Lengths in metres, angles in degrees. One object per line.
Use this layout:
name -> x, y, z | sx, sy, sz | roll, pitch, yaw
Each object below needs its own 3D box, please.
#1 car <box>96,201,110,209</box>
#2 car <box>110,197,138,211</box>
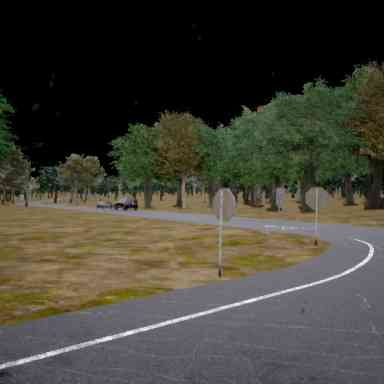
car -> -15.904, 2.296, 60.078 | 2.128, 1.511, 4.902 | 2, -2, -34
car -> -10.295, 1.864, 51.932 | 2.150, 2.045, 5.566 | 2, -2, -34
